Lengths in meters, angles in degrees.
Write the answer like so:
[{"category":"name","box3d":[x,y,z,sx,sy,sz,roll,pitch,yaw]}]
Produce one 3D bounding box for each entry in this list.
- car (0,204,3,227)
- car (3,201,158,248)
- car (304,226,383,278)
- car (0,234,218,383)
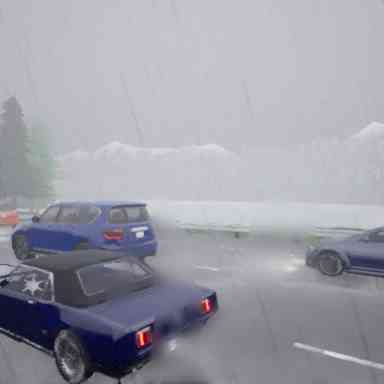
[{"category":"car","box3d":[-13.513,1.555,22.063,4.553,1.767,2.097,-1,0,34]},{"category":"car","box3d":[-3.639,1.302,10.886,5.566,2.045,2.150,0,0,35]},{"category":"car","box3d":[5.224,1.571,8.854,4.181,1.385,1.994,0,0,36]},{"category":"car","box3d":[-2.036,1.641,5.441,4.718,1.301,1.895,-1,0,36]}]
